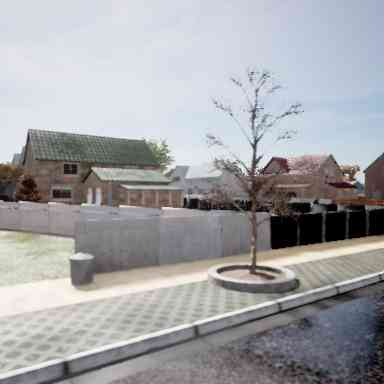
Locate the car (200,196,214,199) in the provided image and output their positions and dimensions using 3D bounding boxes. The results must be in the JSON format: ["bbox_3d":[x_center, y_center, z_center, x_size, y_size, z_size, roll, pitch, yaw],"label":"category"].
[{"bbox_3d":[2.106,1.376,49.625,2.128,1.511,4.902,1,0,-34],"label":"car"}]
